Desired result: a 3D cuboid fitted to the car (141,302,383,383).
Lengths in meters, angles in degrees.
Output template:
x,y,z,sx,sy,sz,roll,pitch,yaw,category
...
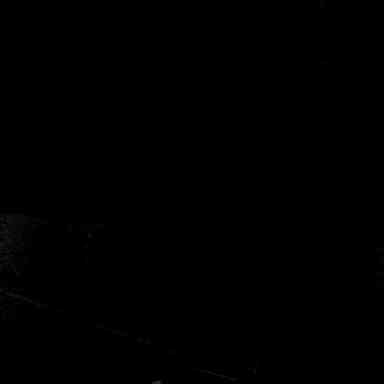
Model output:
x,y,z,sx,sy,sz,roll,pitch,yaw,category
1.428,1.440,1.947,4.097,1.590,1.967,0,0,35,car
